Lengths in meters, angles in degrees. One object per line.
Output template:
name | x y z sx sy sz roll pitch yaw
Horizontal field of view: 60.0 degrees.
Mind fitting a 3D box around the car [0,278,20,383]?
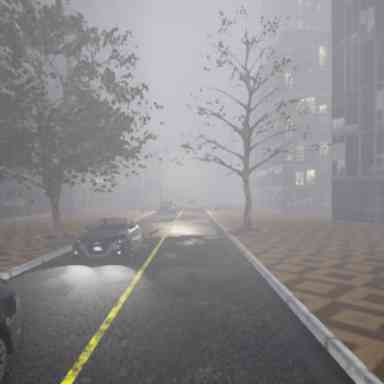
car | -3.098 1.516 2.266 2.128 1.511 4.902 0 -1 0

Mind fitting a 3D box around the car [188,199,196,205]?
car | 0.028 2.386 82.021 1.895 1.301 4.718 0 -1 0

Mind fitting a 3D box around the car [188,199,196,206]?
car | 0.024 2.267 71.577 1.837 1.490 4.892 0 -1 0

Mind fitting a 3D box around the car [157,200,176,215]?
car | -2.987 1.775 39.819 2.097 1.767 4.553 0 -1 0

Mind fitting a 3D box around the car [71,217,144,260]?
car | -3.081 1.693 12.894 1.994 1.385 4.181 0 -1 0
